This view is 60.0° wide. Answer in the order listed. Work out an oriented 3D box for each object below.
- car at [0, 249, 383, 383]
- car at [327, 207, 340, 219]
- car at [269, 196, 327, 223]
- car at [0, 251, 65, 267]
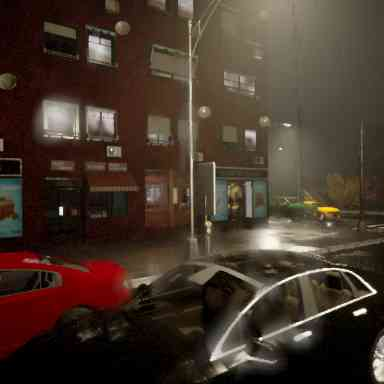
[{"bbox_3d":[0.542,1.506,3.725,4.892,1.490,1.837,0,0,-35],"label":"car"},{"bbox_3d":[10.532,1.603,29.444,1.882,1.535,5.008,-1,0,-35],"label":"car"},{"bbox_3d":[7.845,1.388,27.635,2.150,2.045,5.566,-1,0,-34],"label":"car"},{"bbox_3d":[-3.055,1.545,4.395,4.507,1.381,1.887,0,-1,-35],"label":"car"}]
